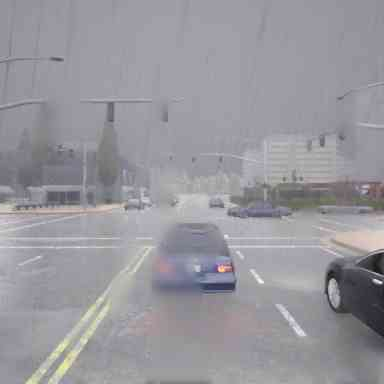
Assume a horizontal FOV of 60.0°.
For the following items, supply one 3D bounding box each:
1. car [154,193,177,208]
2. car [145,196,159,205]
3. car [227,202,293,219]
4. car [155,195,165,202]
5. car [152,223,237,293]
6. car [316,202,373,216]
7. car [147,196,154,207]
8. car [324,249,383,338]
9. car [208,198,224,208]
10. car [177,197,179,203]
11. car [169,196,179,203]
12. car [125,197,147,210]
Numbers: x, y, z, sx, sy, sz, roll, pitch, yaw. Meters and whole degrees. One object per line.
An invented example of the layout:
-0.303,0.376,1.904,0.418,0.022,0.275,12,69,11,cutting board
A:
-3.726,1.221,48.351,2.150,2.045,5.566,0,0,0,car
-7.245,1.501,60.570,1.837,1.490,4.892,0,1,0,car
5.700,1.548,28.160,5.357,1.411,2.033,0,0,-1,car
-7.217,1.497,74.796,1.837,1.490,4.892,0,0,0,car
0.056,1.547,8.993,2.033,1.411,5.357,0,0,0,car
14.517,1.601,31.904,4.718,1.301,1.895,0,0,0,car
-7.241,1.526,51.012,1.812,1.442,4.674,0,0,0,car
3.548,1.505,4.746,1.837,1.490,4.892,0,0,0,car
3.459,1.564,48.086,1.994,1.385,4.181,0,0,0,car
-3.748,1.526,58.108,1.812,1.442,4.674,0,0,0,car
-3.708,1.505,68.259,1.837,1.490,4.892,0,0,0,car
-7.221,1.526,42.056,1.812,1.442,4.674,0,0,0,car
